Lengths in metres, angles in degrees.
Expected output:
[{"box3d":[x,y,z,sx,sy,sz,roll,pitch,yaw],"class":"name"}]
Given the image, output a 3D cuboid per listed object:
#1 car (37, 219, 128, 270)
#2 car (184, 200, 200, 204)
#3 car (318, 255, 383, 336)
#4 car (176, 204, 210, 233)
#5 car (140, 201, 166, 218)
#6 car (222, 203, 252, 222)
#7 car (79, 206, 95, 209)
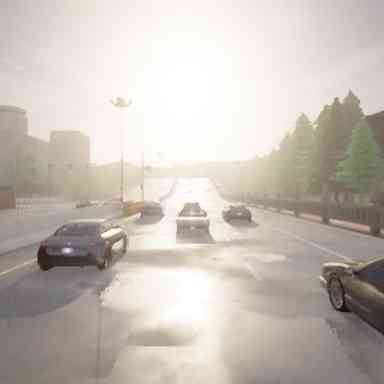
[{"box3d":[-3.430,1.581,11.156,1.994,1.385,4.181,0,0,0],"class":"car"},{"box3d":[0.000,1.599,37.538,1.994,1.385,4.181,0,0,0],"class":"car"},{"box3d":[3.601,1.545,4.608,2.033,1.411,5.357,0,0,0],"class":"car"},{"box3d":[0.049,1.620,19.894,1.895,1.301,4.718,0,0,0],"class":"car"},{"box3d":[-3.480,1.513,30.212,1.882,1.535,5.008,0,0,0],"class":"car"},{"box3d":[3.530,1.583,26.765,1.994,1.385,4.181,0,0,0],"class":"car"},{"box3d":[-14.151,1.633,45.268,1.994,1.385,4.181,0,0,0],"class":"car"}]
